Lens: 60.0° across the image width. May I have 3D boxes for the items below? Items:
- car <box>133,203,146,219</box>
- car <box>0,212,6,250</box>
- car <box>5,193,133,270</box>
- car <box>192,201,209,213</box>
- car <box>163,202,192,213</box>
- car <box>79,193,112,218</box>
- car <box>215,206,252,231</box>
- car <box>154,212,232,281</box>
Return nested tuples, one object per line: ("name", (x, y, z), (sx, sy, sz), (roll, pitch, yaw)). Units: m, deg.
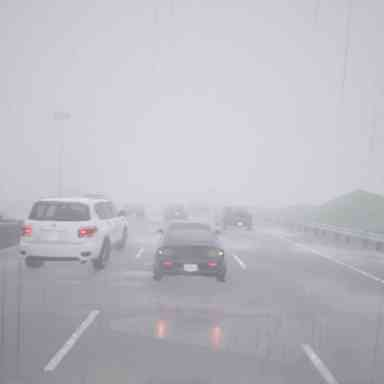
("car", (-5.088, 1.623, 29.642), (1.895, 1.301, 4.718), (1, 0, -7))
("car", (-7.125, 1.371, 11.340), (2.128, 1.511, 4.902), (1, 0, -2))
("car", (-3.587, 1.188, 11.097), (2.150, 2.045, 5.566), (1, 0, -2))
("car", (0.592, 1.757, 38.807), (2.033, 1.411, 5.357), (1, 0, -10))
("car", (-1.417, 1.671, 28.213), (1.994, 1.385, 4.181), (1, 0, -7))
("car", (-8.739, 1.158, 30.606), (2.150, 2.045, 5.566), (2, 0, -8))
("car", (2.709, 1.684, 22.404), (1.837, 1.490, 4.892), (2, -1, -5))
("car", (-0.082, 1.574, 9.919), (1.812, 1.442, 4.674), (1, 0, -1))
